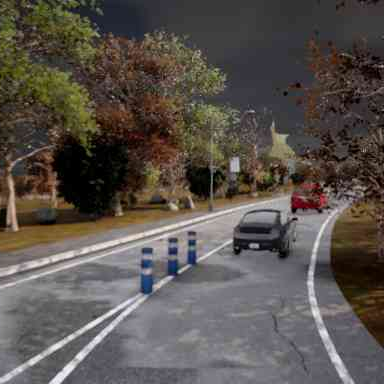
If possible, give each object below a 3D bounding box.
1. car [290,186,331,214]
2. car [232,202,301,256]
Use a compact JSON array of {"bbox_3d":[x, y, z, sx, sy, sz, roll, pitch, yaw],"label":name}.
[{"bbox_3d":[9.249,0.490,26.070,2.150,2.045,5.566,-1,3,29],"label":"car"},{"bbox_3d":[2.949,1.415,12.991,1.837,1.490,4.892,-1,2,23],"label":"car"}]
